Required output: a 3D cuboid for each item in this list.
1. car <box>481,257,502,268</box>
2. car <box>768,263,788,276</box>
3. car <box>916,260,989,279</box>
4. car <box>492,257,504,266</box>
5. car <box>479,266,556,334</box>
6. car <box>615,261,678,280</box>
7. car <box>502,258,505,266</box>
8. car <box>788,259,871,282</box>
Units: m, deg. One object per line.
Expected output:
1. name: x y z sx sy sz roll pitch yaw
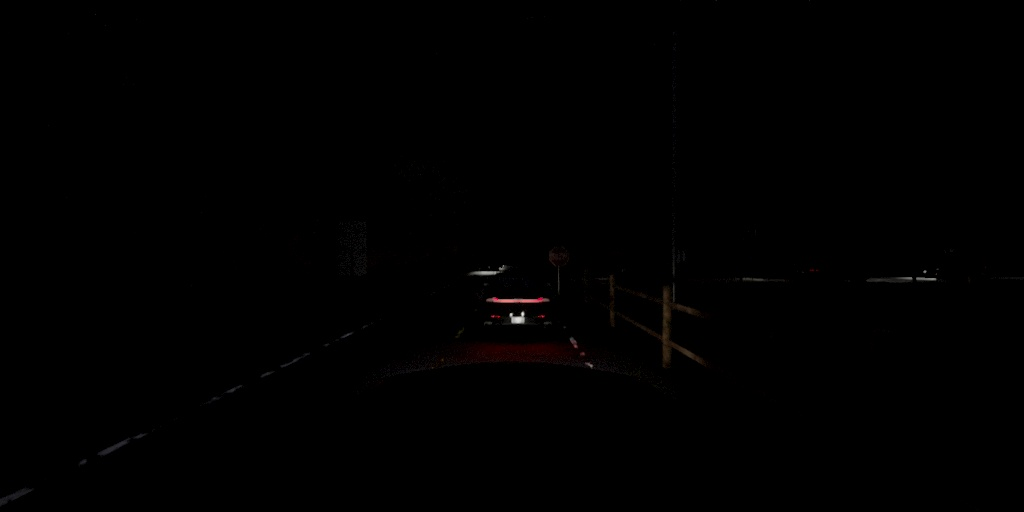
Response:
1. car: -2.591 1.095 42.838 1.994 1.385 4.181 0 0 1
2. car: 22.732 1.004 27.930 5.008 1.535 1.882 0 0 -1
3. car: 34.261 1.038 28.055 4.181 1.385 1.994 0 0 -1
4. car: -2.393 0.905 62.949 1.837 1.490 4.892 0 0 1
5. car: 0.148 1.199 10.376 2.128 1.511 4.902 0 0 0
6. car: 10.460 1.107 28.013 4.674 1.442 1.812 0 0 3
7. car: -2.511 1.032 52.819 1.994 1.385 4.181 0 0 1
8. car: 22.250 1.084 24.965 4.181 1.385 1.994 0 0 -1
